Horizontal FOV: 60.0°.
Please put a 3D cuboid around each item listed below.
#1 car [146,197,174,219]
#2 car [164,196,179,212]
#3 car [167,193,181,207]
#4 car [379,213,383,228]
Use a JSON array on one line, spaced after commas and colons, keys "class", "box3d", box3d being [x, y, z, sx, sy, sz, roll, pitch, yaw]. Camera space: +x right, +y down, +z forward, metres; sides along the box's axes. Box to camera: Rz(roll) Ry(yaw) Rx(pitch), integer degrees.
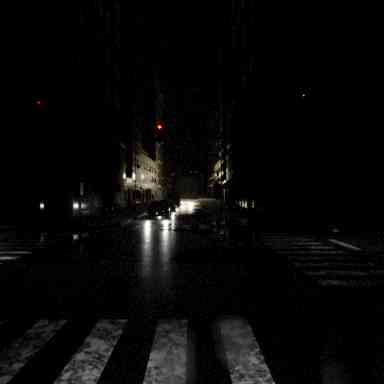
[{"class": "car", "box3d": [-2.867, 1.497, 29.293, 1.837, 1.490, 4.892, 0, 0, 0]}, {"class": "car", "box3d": [-2.866, 1.511, 39.159, 1.812, 1.442, 4.674, 0, 0, 0]}, {"class": "car", "box3d": [-2.877, 1.197, 49.559, 2.150, 2.045, 5.566, 0, 0, 0]}, {"class": "car", "box3d": [12.337, 1.282, 16.900, 5.009, 1.841, 2.192, 0, 0, 0]}]
